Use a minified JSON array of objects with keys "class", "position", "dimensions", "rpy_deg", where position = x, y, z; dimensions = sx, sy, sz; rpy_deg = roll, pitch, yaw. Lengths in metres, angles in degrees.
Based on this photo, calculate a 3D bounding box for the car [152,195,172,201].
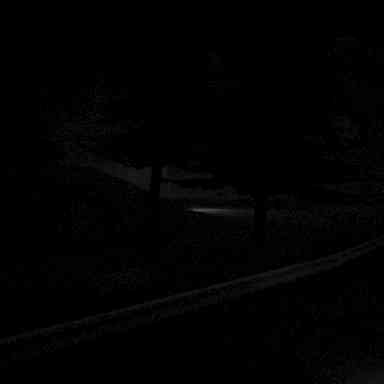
[{"class":"car","position":[-7.470,1.384,82.262],"dimensions":[4.718,1.301,1.895],"rpy_deg":[1,1,38]}]

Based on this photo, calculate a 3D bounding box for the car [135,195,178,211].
[{"class":"car","position":[-4.768,1.489,44.348],"dimensions":[4.902,1.511,2.128],"rpy_deg":[0,0,38]}]

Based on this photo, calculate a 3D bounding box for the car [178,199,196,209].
[{"class":"car","position":[-1.756,1.600,46.433],"dimensions":[4.718,1.301,1.895],"rpy_deg":[0,0,38]}]
